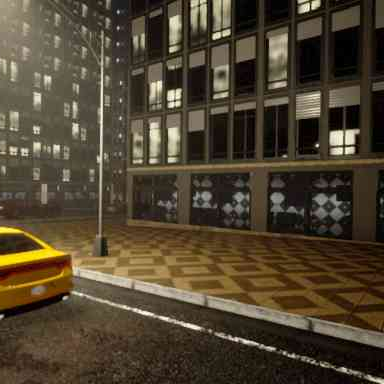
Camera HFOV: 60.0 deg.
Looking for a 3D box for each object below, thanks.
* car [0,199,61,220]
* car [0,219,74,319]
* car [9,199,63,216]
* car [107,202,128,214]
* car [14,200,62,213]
[{"bbox_3d":[-14.399,1.518,29.607,2.192,1.841,5.009,1,0,36],"label":"car"},{"bbox_3d":[-4.552,1.474,6.898,5.008,1.535,1.882,0,0,35],"label":"car"},{"bbox_3d":[-16.811,1.621,36.097,1.882,1.535,5.008,1,0,36],"label":"car"},{"bbox_3d":[-7.629,1.829,38.839,1.752,1.417,4.829,1,0,36],"label":"car"},{"bbox_3d":[-17.924,1.641,38.972,1.752,1.417,4.829,1,0,36],"label":"car"}]
